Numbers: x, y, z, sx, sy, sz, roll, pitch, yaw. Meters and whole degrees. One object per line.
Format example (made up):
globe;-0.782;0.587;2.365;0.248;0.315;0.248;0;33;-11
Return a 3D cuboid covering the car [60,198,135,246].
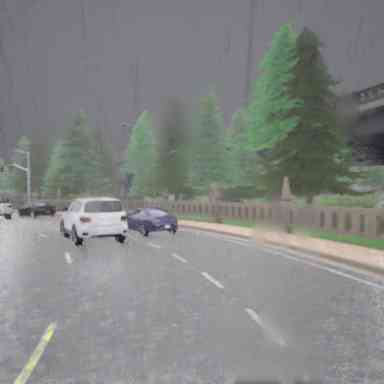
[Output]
car;-4.786;1.279;15.897;2.150;2.045;5.566;0;0;-29

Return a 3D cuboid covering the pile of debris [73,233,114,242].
pile of debris;-4.899;2.233;16.515;1.500;0.140;1.860;-1;0;-32

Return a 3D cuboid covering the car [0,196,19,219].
car;-18.050;1.432;29.807;5.566;2.045;2.150;-1;0;41

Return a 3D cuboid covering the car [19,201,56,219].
car;-14.828;1.651;31.600;5.008;1.535;1.882;-1;0;41

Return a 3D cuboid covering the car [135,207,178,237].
car;-2.413;1.554;18.476;1.812;1.442;4.674;-1;0;-32
